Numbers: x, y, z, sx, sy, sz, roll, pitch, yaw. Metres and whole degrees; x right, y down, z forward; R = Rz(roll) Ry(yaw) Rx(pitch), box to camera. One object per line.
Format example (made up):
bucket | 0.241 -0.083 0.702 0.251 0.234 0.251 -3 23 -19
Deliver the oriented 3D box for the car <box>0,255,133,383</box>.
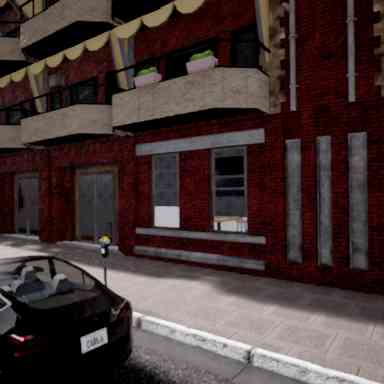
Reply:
car | -2.700 1.576 4.655 4.313 1.339 1.947 0 -1 35
